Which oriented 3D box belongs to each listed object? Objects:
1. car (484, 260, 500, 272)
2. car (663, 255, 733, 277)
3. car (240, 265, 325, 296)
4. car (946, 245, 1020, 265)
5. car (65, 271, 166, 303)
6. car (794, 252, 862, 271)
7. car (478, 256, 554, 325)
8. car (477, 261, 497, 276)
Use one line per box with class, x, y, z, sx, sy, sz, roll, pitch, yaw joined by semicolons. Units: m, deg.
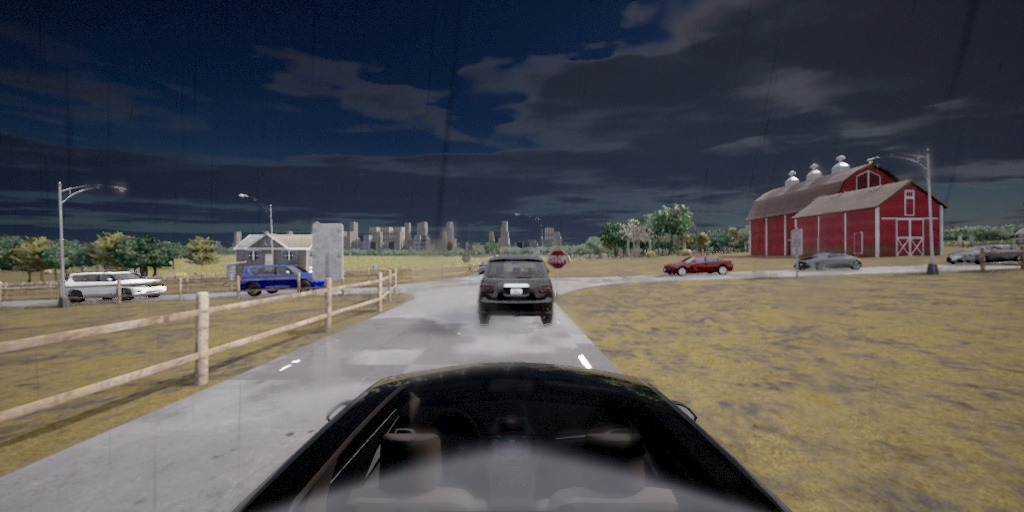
car;-2.768;1.416;50.719;1.882;1.535;5.008;0;0;0
car;14.357;0.715;27.796;5.008;1.535;1.882;-2;0;0
car;-15.695;1.609;24.875;5.566;2.045;2.150;-2;0;-1
car;36.744;-0.088;27.783;4.902;1.511;2.128;-2;0;0
car;-27.452;2.080;24.853;5.566;2.045;2.150;-3;0;0
car;24.398;0.430;27.794;4.181;1.385;1.994;-2;0;0
car;0.128;1.012;12.069;2.150;2.045;5.566;0;0;0
car;-2.747;1.386;40.478;2.128;1.511;4.902;0;0;-1
